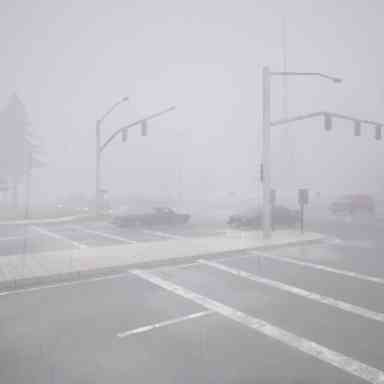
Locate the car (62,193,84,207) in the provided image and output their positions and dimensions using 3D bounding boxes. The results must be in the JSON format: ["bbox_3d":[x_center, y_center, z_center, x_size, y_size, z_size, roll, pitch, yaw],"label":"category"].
[{"bbox_3d":[-17.713,1.221,51.032,2.150,2.045,5.566,0,0,-35],"label":"car"}]

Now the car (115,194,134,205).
[{"bbox_3d":[-11.491,1.505,54.371,1.837,1.490,4.892,0,0,-35],"label":"car"}]

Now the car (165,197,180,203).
[{"bbox_3d":[-3.468,1.505,49.008,1.837,1.490,4.892,0,0,-35],"label":"car"}]

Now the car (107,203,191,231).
[{"bbox_3d":[-2.518,1.601,20.542,4.718,1.301,1.895,0,0,-35],"label":"car"}]

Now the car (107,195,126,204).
[{"bbox_3d":[-14.795,1.478,65.282,1.882,1.535,5.008,0,0,-34],"label":"car"}]

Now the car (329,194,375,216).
[{"bbox_3d":[16.188,1.222,33.467,5.566,2.045,2.150,0,0,-35],"label":"car"}]

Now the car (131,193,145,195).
[{"bbox_3d":[-9.006,1.222,56.931,2.150,2.045,5.566,0,0,-35],"label":"car"}]

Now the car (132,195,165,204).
[{"bbox_3d":[-6.250,1.505,46.880,1.837,1.490,4.892,0,0,-35],"label":"car"}]

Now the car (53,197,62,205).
[{"bbox_3d":[-23.409,1.564,59.250,1.994,1.385,4.181,0,0,-34],"label":"car"}]

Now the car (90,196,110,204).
[{"bbox_3d":[-17.345,1.491,62.794,2.128,1.511,4.902,0,0,-35],"label":"car"}]

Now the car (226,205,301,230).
[{"bbox_3d":[4.745,1.547,21.317,5.357,1.411,2.033,0,0,-35],"label":"car"}]

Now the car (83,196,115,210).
[{"bbox_3d":[-12.049,1.505,42.956,1.837,1.490,4.892,0,0,-35],"label":"car"}]
